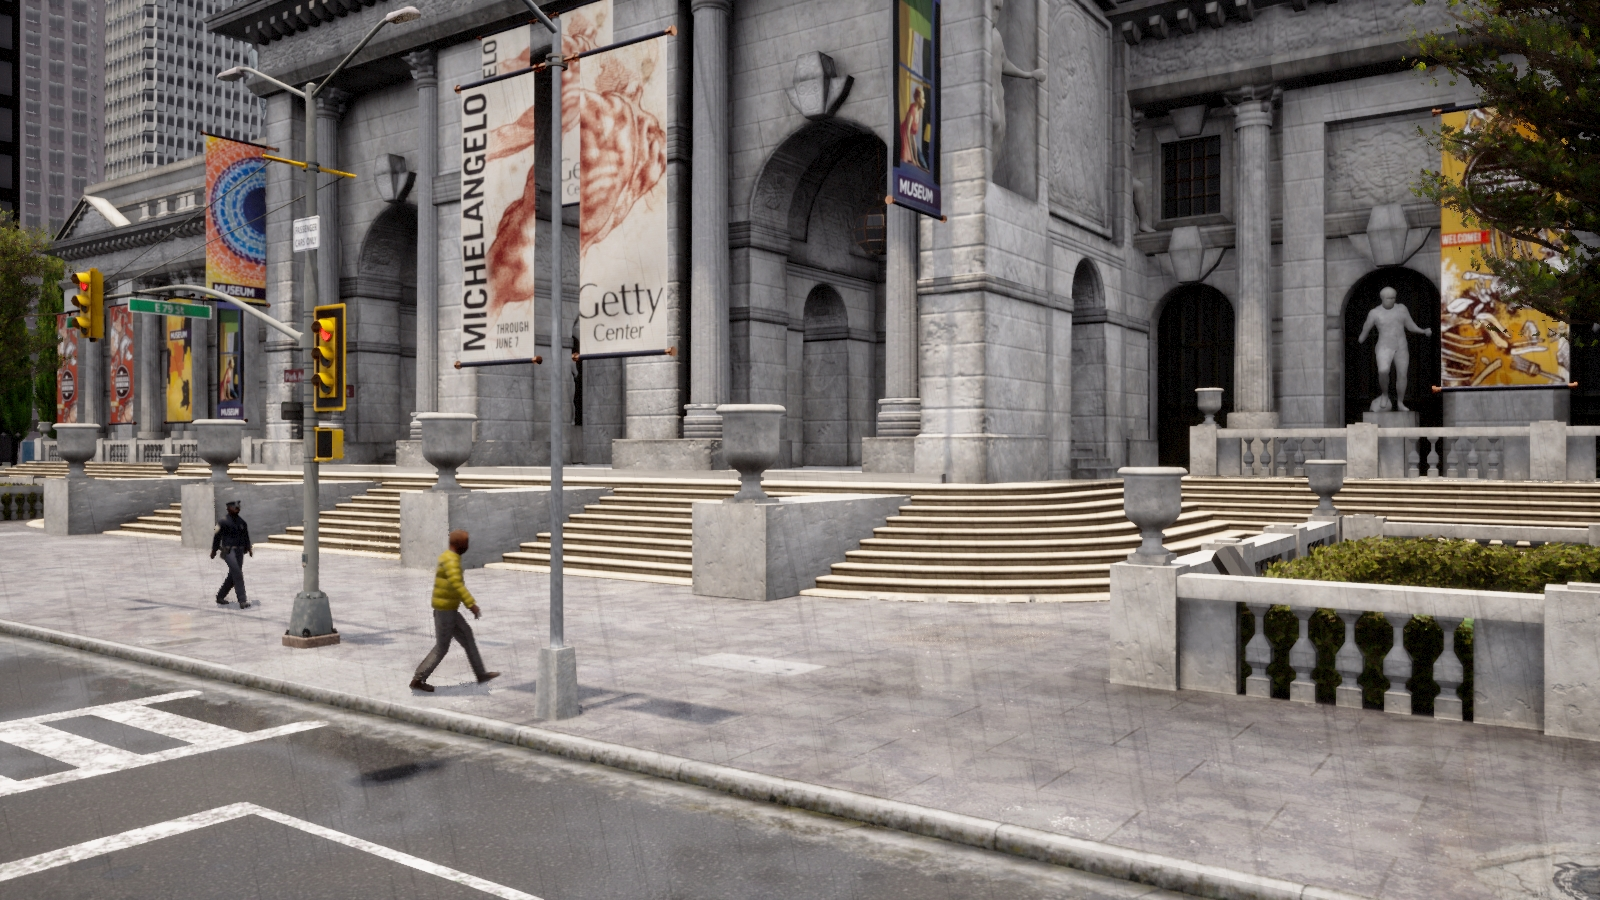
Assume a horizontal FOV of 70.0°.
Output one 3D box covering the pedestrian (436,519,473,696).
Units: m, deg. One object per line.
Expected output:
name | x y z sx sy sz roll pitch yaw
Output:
pedestrian | -3.762 1.693 12.437 0.375 1.860 0.375 0 0 -18

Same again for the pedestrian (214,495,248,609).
pedestrian | -9.500 1.689 19.084 0.375 1.860 0.375 0 0 34
